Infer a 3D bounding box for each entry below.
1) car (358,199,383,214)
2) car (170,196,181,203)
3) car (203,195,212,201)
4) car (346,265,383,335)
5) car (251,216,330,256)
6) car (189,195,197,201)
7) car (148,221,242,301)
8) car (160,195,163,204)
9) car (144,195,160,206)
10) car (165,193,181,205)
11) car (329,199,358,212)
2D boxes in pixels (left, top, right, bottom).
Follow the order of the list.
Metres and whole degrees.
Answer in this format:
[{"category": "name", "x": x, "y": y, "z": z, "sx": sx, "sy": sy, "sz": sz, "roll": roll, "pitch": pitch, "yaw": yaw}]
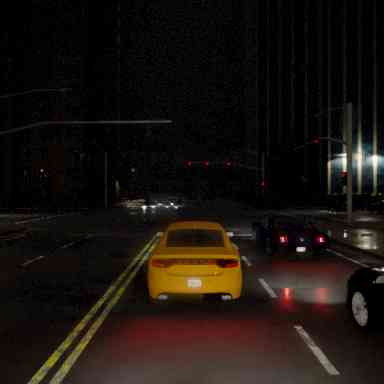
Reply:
[{"category": "car", "x": 20.928, "y": 1.491, "z": 35.407, "sx": 4.902, "sy": 1.511, "sz": 2.128, "roll": 0, "pitch": 0, "yaw": -1}, {"category": "car", "x": -3.350, "y": 1.564, "z": 68.376, "sx": 1.994, "sy": 1.385, "sz": 4.181, "roll": 0, "pitch": 0, "yaw": 1}, {"category": "car", "x": 3.684, "y": 1.429, "z": 79.570, "sx": 1.837, "sy": 1.490, "sz": 4.892, "roll": 0, "pitch": 0, "yaw": 0}, {"category": "car", "x": 3.609, "y": 1.505, "z": 3.912, "sx": 1.837, "sy": 1.490, "sz": 4.892, "roll": 0, "pitch": 0, "yaw": 0}, {"category": "car", "x": 3.612, "y": 1.601, "z": 13.184, "sx": 1.895, "sy": 1.301, "sz": 4.718, "roll": 0, "pitch": 0, "yaw": 0}, {"category": "car", "x": 0.186, "y": 1.367, "z": 80.118, "sx": 1.994, "sy": 1.385, "sz": 4.181, "roll": 0, "pitch": 0, "yaw": 0}, {"category": "car", "x": 0.074, "y": 1.478, "z": 8.423, "sx": 1.882, "sy": 1.535, "sz": 5.008, "roll": 0, "pitch": 0, "yaw": 1}, {"category": "car", "x": -6.887, "y": 1.352, "z": 65.258, "sx": 2.097, "sy": 1.767, "sz": 4.553, "roll": 0, "pitch": 0, "yaw": 1}, {"category": "car", "x": -6.957, "y": 1.505, "z": 56.071, "sx": 1.837, "sy": 1.490, "sz": 4.892, "roll": 0, "pitch": 0, "yaw": 0}, {"category": "car", "x": -3.435, "y": 1.221, "z": 59.017, "sx": 2.150, "sy": 2.045, "sz": 5.566, "roll": 0, "pitch": 0, "yaw": 0}, {"category": "car", "x": 19.011, "y": 1.547, "z": 38.890, "sx": 5.357, "sy": 1.411, "sz": 2.033, "roll": 0, "pitch": 0, "yaw": 0}]
